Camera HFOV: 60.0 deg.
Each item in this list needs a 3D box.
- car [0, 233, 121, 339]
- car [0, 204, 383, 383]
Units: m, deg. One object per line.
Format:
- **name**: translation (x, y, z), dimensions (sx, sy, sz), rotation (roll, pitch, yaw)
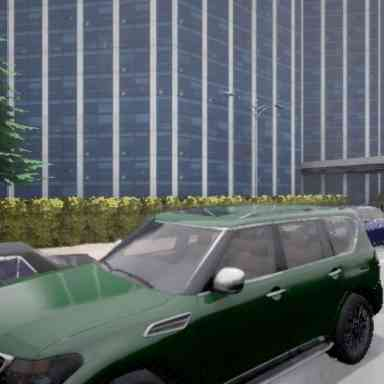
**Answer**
- **car**: translation (-3.807, 1.601, 5.626), dimensions (4.718, 1.301, 1.895), rotation (0, 0, -35)
- **car**: translation (0.312, 1.221, 4.250), dimensions (5.566, 2.045, 2.150), rotation (0, 0, -37)
